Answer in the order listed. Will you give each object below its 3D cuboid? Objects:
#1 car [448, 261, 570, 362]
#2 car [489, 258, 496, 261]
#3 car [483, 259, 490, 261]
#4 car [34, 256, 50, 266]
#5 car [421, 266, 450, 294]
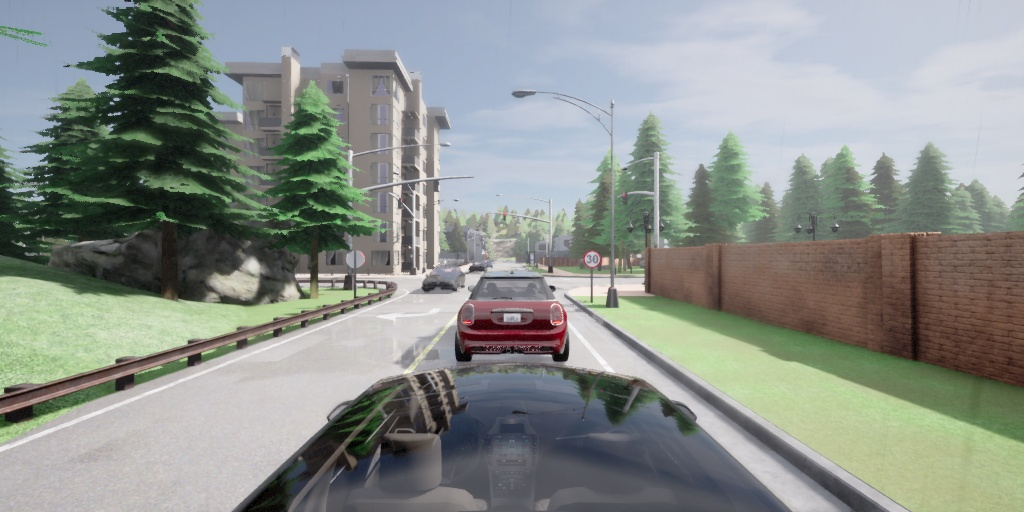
[{"bbox_3d":[0.002,1.102,8.402,2.097,1.767,4.553,0,0,0],"label":"car"},{"bbox_3d":[-4.093,1.315,57.743,1.994,1.385,4.181,0,0,0],"label":"car"},{"bbox_3d":[-3.963,1.351,42.223,1.895,1.301,4.718,0,0,0],"label":"car"},{"bbox_3d":[-30.940,0.987,24.700,5.566,2.045,2.150,0,0,-1],"label":"car"},{"bbox_3d":[-3.777,1.300,20.772,2.033,1.411,5.357,0,0,-1],"label":"car"}]
